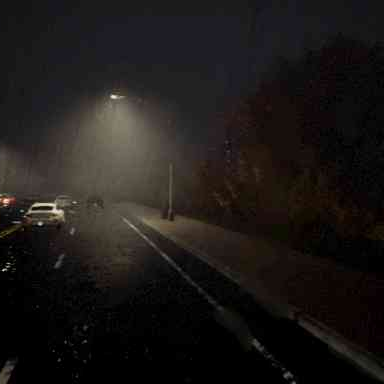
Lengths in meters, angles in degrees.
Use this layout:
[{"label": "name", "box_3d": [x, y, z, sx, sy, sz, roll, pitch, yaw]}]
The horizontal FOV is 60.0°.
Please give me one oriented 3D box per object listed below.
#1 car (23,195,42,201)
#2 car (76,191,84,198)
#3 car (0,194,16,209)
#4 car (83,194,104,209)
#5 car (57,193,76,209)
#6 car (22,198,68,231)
[{"label": "car", "box_3d": [-18.435, 1.096, 38.660, 1.882, 1.535, 5.008, -1, 1, -19]}, {"label": "car", "box_3d": [-25.439, 0.659, 74.973, 1.837, 1.490, 4.892, -1, 1, -24]}, {"label": "car", "box_3d": [-21.691, 1.002, 38.124, 2.097, 1.767, 4.553, -1, 1, -19]}, {"label": "car", "box_3d": [-11.169, 1.080, 38.075, 1.837, 1.490, 4.892, -1, 1, -19]}, {"label": "car", "box_3d": [-14.070, 1.141, 36.527, 1.812, 1.442, 4.674, -1, 1, -19]}, {"label": "car", "box_3d": [-8.364, 1.334, 19.043, 1.812, 1.442, 4.674, -1, 1, -17]}]
